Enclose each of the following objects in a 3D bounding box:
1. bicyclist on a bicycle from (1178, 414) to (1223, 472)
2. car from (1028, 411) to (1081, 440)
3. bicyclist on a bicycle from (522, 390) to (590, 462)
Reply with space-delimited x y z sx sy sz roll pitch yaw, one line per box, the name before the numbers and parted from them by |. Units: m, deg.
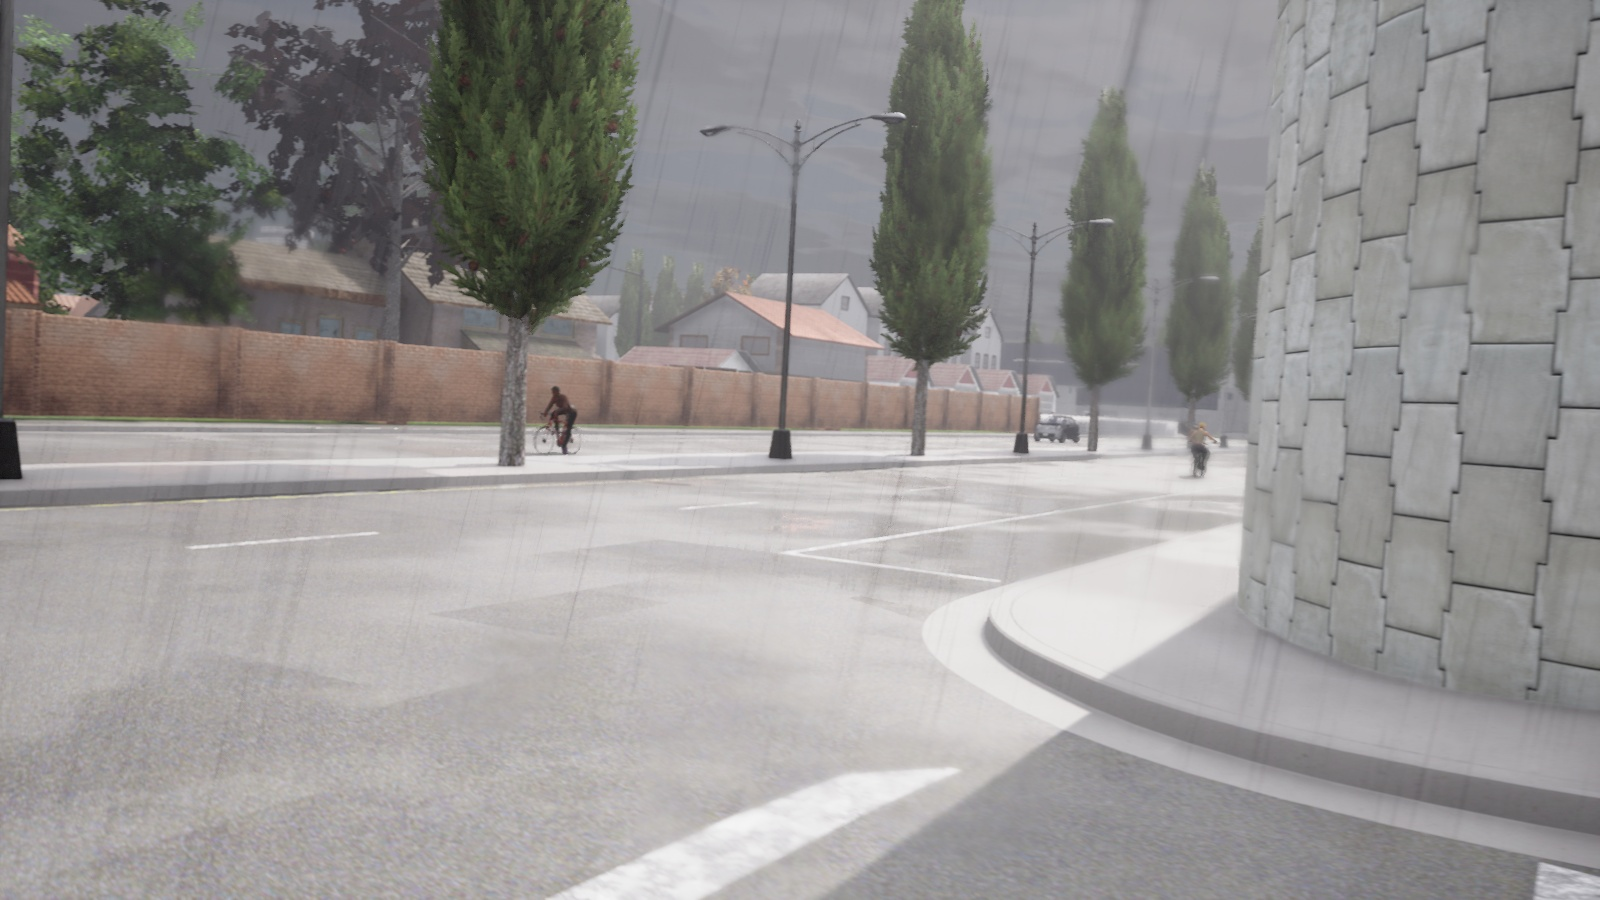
bicyclist on a bicycle | 11.685 -0.222 36.586 0.866 1.612 1.509 3 3 30
car | 14.395 -1.394 70.909 1.845 1.501 3.633 3 3 30
bicyclist on a bicycle | -5.729 -0.569 29.545 0.582 1.620 1.656 3 3 30
